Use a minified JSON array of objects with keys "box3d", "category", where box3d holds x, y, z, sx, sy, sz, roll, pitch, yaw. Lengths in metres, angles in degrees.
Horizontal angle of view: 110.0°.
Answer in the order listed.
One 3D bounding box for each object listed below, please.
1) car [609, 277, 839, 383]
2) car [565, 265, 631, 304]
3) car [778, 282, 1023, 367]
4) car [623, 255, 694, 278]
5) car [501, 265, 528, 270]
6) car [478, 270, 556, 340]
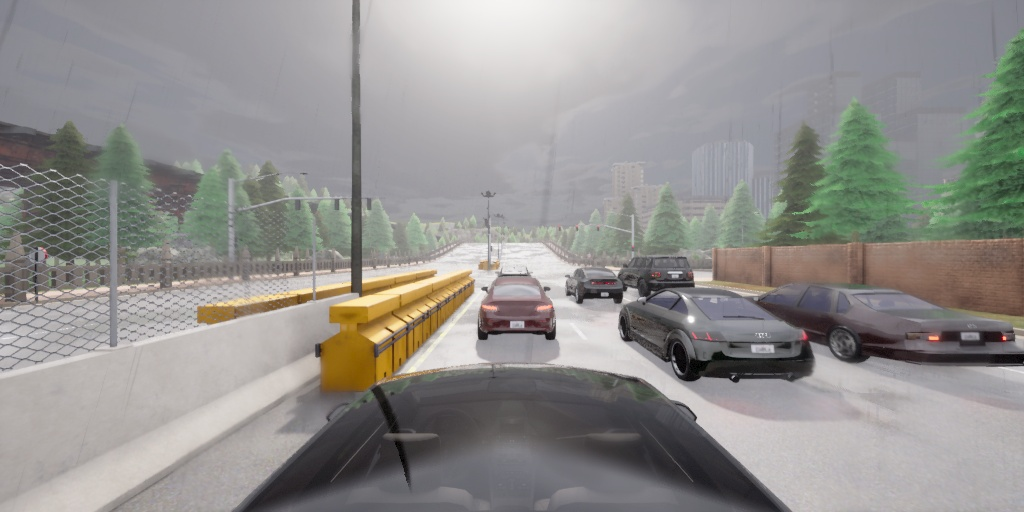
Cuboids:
[{"box3d":[3.611,1.314,7.204,1.994,1.385,4.181,0,0,-1],"category":"car"},{"box3d":[3.616,1.255,16.371,1.837,1.490,4.892,0,0,0],"category":"car"},{"box3d":[7.108,1.297,8.068,2.033,1.411,5.357,0,0,0],"category":"car"},{"box3d":[7.118,0.972,18.310,2.150,2.045,5.566,0,0,0],"category":"car"},{"box3d":[0.120,1.241,19.079,2.128,1.511,4.902,0,0,0],"category":"car"},{"box3d":[0.110,1.276,9.834,1.812,1.442,4.674,0,0,0],"category":"car"}]
